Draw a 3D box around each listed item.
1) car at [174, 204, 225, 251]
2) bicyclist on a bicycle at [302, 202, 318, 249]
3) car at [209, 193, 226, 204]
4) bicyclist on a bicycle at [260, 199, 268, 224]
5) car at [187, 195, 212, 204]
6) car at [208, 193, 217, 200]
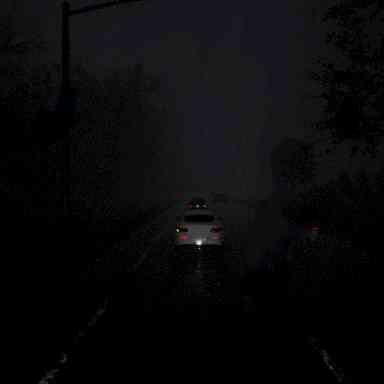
[{"bbox_3d":[0.273,1.416,13.343,1.812,1.442,4.674,0,0,1],"label":"car"},{"bbox_3d":[4.638,1.273,13.172,0.659,1.776,1.843,0,1,1],"label":"bicyclist on a bicycle"},{"bbox_3d":[4.350,0.923,53.599,2.097,1.767,4.553,0,0,1],"label":"car"},{"bbox_3d":[4.765,1.283,21.988,0.582,1.620,1.656,0,0,1],"label":"bicyclist on a bicycle"},{"bbox_3d":[0.538,1.286,31.827,2.033,1.411,5.357,0,0,1],"label":"car"},{"bbox_3d":[4.540,0.910,73.756,1.837,1.490,4.892,0,0,1],"label":"car"}]
